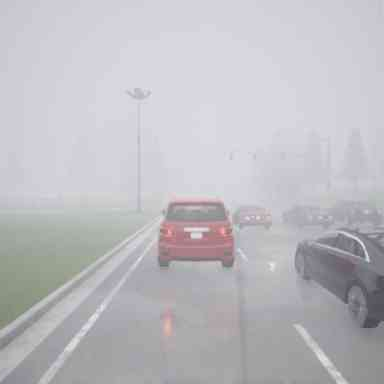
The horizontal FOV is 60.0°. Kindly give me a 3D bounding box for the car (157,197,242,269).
[{"bbox_3d":[0.127,1.183,11.159,2.150,2.045,5.566,0,0,0],"label":"car"}]

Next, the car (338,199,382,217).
[{"bbox_3d":[10.670,1.274,22.411,2.097,1.767,4.553,0,0,0],"label":"car"}]

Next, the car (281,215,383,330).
[{"bbox_3d":[3.616,1.467,6.844,2.128,1.511,4.902,0,0,0],"label":"car"}]

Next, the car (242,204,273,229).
[{"bbox_3d":[3.667,1.474,20.964,2.033,1.411,5.357,0,0,0],"label":"car"}]

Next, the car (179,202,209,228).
[{"bbox_3d":[0.155,1.447,22.358,1.812,1.442,4.674,0,0,0],"label":"car"}]

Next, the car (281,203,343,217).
[{"bbox_3d":[7.168,1.474,21.075,2.033,1.411,5.357,0,0,0],"label":"car"}]
